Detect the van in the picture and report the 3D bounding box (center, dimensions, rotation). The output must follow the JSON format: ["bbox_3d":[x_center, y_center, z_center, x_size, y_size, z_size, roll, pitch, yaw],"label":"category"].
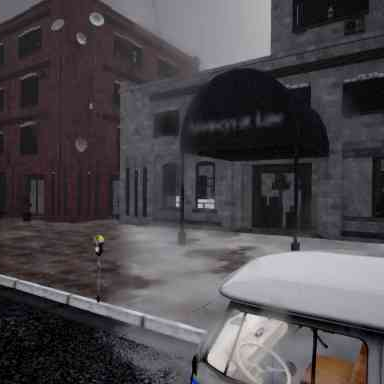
[{"bbox_3d":[1.790,1.341,1.627,3.998,1.788,1.690,0,1,34],"label":"van"}]
